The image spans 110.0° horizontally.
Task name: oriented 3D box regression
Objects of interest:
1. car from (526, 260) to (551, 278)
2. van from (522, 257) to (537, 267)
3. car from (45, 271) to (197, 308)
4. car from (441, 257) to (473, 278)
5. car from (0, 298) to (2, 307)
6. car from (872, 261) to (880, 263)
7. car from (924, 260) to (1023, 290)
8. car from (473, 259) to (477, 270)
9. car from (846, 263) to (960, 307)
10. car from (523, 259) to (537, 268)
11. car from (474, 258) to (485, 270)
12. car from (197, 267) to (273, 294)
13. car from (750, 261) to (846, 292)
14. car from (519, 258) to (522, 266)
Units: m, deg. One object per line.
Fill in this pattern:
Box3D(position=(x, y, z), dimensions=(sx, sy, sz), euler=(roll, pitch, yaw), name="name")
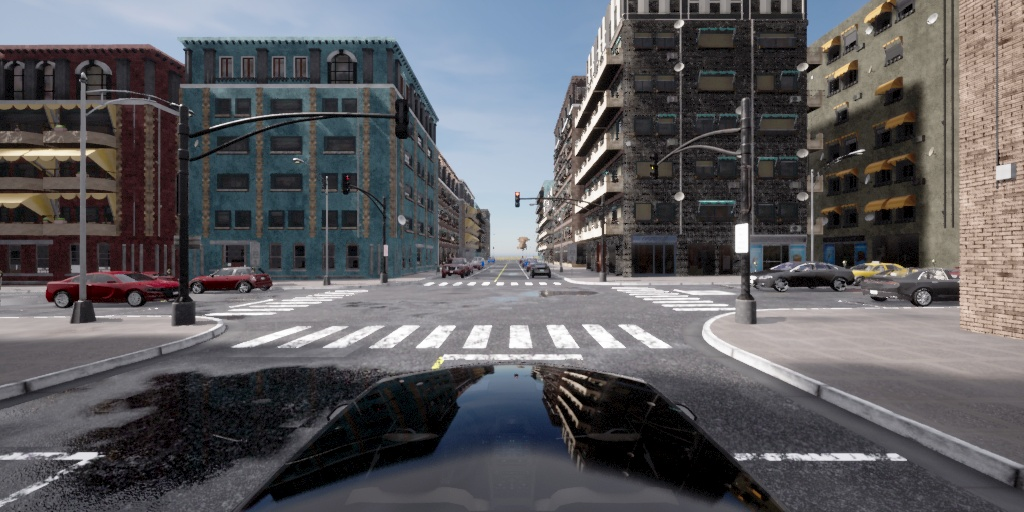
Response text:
Box3D(position=(2.638, 1.311, 33.621), dimensions=(1.948, 1.339, 4.313), euler=(0, 0, 0), name="car")
Box3D(position=(2.678, 1.078, 50.277), dimensions=(1.690, 1.789, 3.998), euler=(0, 0, 0), name="van")
Box3D(position=(-17.617, 1.426, 16.103), dimensions=(5.008, 1.535, 1.882), euler=(-1, 0, 0), name="car")
Box3D(position=(-5.242, 1.060, 33.639), dimensions=(2.192, 1.841, 5.009), euler=(0, 0, 0), name="car")
Box3D(position=(-22.467, 1.443, 13.682), dimensions=(4.097, 1.591, 1.967), euler=(0, 0, 1), name="car")
Box3D(position=(21.177, 1.000, 21.123), dimensions=(4.829, 1.417, 1.751), euler=(0, 0, 1), name="car")
Box3D(position=(24.797, 0.953, 18.622), dimensions=(4.674, 1.442, 1.812), euler=(-1, 0, 0), name="car")
Box3D(position=(-5.229, 1.289, 39.191), dimensions=(1.888, 1.381, 4.507), euler=(0, 0, 0), name="car")
Box3D(position=(15.627, 1.082, 13.298), dimensions=(4.403, 1.370, 2.007), euler=(0, 0, 1), name="car")
Box3D(position=(2.665, 1.323, 44.725), dimensions=(1.802, 1.307, 4.207), euler=(0, 0, 0), name="car")
Box3D(position=(-5.202, 1.283, 50.295), dimensions=(1.888, 1.381, 4.507), euler=(0, 0, 0), name="car")
Box3D(position=(-16.861, 1.388, 21.515), dimensions=(4.097, 1.591, 1.967), euler=(0, 0, 1), name="car")
Box3D(position=(14.929, 1.041, 18.723), dimensions=(4.902, 1.511, 2.128), euler=(-1, 0, 1), name="car")
Box3D(position=(2.705, 1.171, 61.381), dimensions=(1.967, 1.591, 4.097), euler=(0, 0, 0), name="car")
